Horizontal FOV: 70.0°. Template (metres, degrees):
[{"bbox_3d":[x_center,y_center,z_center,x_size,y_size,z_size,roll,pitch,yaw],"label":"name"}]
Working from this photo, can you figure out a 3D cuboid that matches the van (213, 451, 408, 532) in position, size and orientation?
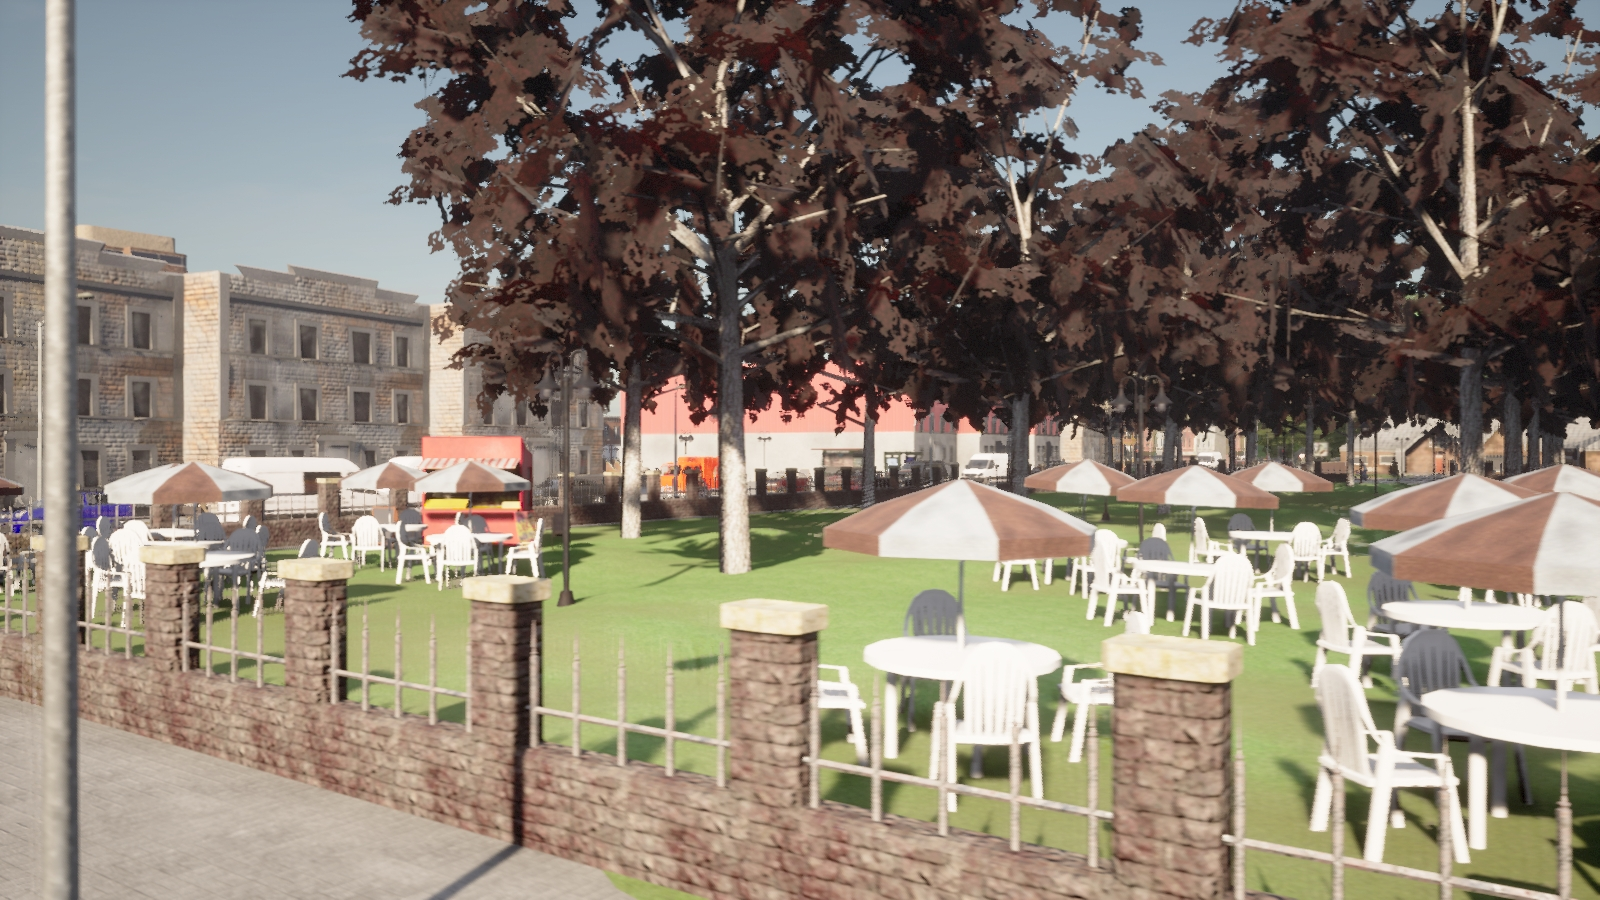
[{"bbox_3d":[-16.519,1.315,38.907,1.988,2.561,5.915,0,0,36],"label":"van"}]

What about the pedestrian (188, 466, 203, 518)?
[{"bbox_3d":[-22.031,1.524,41.644,0.375,1.860,0.375,0,0,-3],"label":"pedestrian"}]

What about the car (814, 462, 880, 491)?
[{"bbox_3d":[3.085,1.686,73.884,2.097,1.767,4.553,0,0,35],"label":"car"}]

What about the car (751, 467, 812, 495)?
[{"bbox_3d":[-1.063,1.807,67.907,1.789,1.549,3.705,0,0,35],"label":"car"}]

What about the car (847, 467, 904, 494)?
[{"bbox_3d":[4.580,1.807,68.990,1.789,1.549,3.705,0,0,35],"label":"car"}]

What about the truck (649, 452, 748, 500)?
[{"bbox_3d":[-5.420,1.352,61.668,2.627,2.467,5.204,0,0,35],"label":"truck"}]
